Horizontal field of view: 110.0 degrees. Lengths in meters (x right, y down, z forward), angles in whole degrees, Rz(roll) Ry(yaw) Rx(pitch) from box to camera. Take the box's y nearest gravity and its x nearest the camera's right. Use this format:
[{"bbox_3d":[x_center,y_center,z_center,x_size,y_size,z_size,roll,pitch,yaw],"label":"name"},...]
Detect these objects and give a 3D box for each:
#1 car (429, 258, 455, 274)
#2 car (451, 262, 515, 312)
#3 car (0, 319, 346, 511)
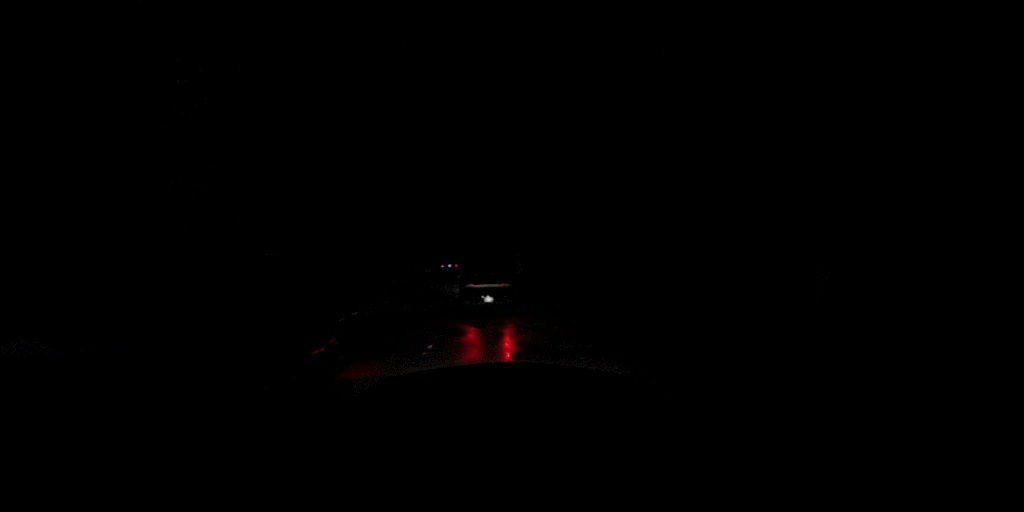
[{"bbox_3d":[-6.280,0.851,32.921,2.033,1.411,5.357,-1,2,-22],"label":"car"},{"bbox_3d":[-1.080,1.110,13.585,2.128,1.511,4.902,-1,1,-8],"label":"car"},{"bbox_3d":[-3.197,1.299,2.714,2.033,1.411,5.357,0,0,-1],"label":"car"}]
